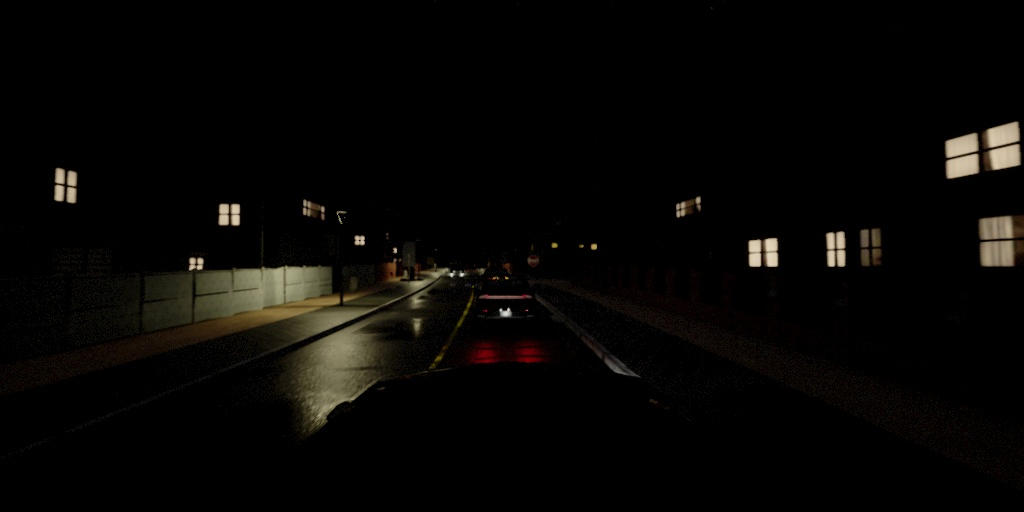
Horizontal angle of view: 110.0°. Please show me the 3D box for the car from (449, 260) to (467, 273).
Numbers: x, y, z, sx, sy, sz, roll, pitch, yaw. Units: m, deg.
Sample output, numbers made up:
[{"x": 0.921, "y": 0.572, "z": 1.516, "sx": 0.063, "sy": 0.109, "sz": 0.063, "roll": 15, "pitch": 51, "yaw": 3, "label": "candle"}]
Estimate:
[{"x": -8.630, "y": 1.637, "z": 56.606, "sx": 2.150, "sy": 2.045, "sz": 5.566, "roll": 0, "pitch": -1, "yaw": -8, "label": "car"}]

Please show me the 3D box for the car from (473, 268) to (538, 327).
[{"x": -0.257, "y": 1.334, "z": 11.917, "sx": 2.128, "sy": 1.511, "sz": 4.902, "roll": 0, "pitch": -1, "yaw": -2, "label": "car"}]

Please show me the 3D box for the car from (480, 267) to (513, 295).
[{"x": -1.004, "y": 1.462, "z": 22.593, "sx": 1.837, "sy": 1.490, "sz": 4.892, "roll": 0, "pitch": -1, "yaw": -3, "label": "car"}]
